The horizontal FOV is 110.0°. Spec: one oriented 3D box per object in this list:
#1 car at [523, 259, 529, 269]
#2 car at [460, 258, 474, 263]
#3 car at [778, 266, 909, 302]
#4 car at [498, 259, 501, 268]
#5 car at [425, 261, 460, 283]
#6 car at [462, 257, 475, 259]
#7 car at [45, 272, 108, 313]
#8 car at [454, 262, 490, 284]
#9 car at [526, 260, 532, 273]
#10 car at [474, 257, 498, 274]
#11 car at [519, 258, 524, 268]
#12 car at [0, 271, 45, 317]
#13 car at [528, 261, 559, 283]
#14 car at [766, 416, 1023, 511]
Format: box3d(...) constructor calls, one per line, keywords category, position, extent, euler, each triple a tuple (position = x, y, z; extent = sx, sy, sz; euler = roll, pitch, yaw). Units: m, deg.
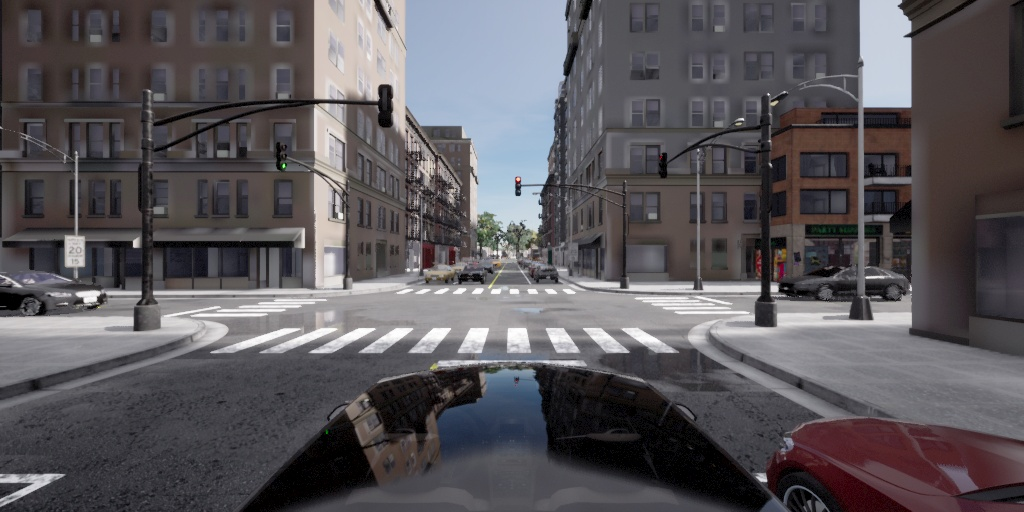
box3d(category="car", position=(2.562, 1.302, 38.768), extent=(2.007, 1.370, 4.403), euler=(0, 0, 0))
box3d(category="car", position=(-5.487, 1.277, 38.581), extent=(1.751, 1.417, 4.829), euler=(0, 0, 0))
box3d(category="car", position=(14.634, 1.181, 15.974), extent=(4.892, 1.490, 1.837), euler=(0, 0, 0))
box3d(category="car", position=(-2.884, 1.233, 61.118), extent=(1.882, 1.535, 5.008), euler=(0, 0, 0))
box3d(category="car", position=(-5.468, 1.276, 27.618), extent=(1.751, 1.417, 4.829), euler=(0, 0, 0))
box3d(category="car", position=(-5.497, 1.067, 44.233), extent=(2.192, 1.841, 5.009), euler=(0, 0, 0))
box3d(category="car", position=(-17.635, 1.312, 12.919), extent=(4.902, 1.511, 2.128), euler=(0, 0, 0))
box3d(category="car", position=(-2.884, 1.351, 26.689), extent=(1.895, 1.301, 4.718), euler=(0, 0, -1))
box3d(category="car", position=(2.573, 1.296, 33.286), extent=(1.888, 1.381, 4.507), euler=(0, 0, 0))
box3d(category="car", position=(-2.925, 1.251, 39.947), extent=(1.837, 1.490, 4.892), euler=(0, 2, 0))
box3d(category="car", position=(2.528, 1.304, 55.213), extent=(2.007, 1.370, 4.403), euler=(0, 0, 0))
box3d(category="car", position=(-5.399, 1.065, 0.780), extent=(2.192, 1.841, 5.009), euler=(0, 0, 0))
box3d(category="car", position=(2.584, 1.301, 27.804), extent=(2.007, 1.370, 4.403), euler=(0, 0, 0))
box3d(category="car", position=(2.640, 1.332, 0.796), extent=(1.802, 1.307, 4.207), euler=(0, 0, 0))
